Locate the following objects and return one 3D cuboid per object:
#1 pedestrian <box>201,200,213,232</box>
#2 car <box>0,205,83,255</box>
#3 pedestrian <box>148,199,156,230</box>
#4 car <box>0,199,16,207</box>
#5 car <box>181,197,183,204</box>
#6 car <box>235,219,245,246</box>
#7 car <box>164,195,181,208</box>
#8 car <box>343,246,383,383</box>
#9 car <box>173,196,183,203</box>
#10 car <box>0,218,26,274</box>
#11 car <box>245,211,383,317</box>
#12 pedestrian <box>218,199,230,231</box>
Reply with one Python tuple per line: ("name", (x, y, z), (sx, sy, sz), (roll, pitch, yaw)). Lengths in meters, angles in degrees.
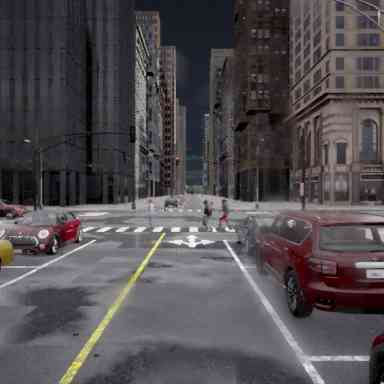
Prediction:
("pedestrian", (0.838, 1.292, 18.470), (0.375, 1.860, 0.375), (0, 0, 0))
("car", (-5.768, 1.439, 12.989), (1.967, 1.590, 4.097), (0, 0, 0))
("pedestrian", (-2.392, 1.301, 19.670), (0.375, 1.860, 0.375), (0, 0, 0))
("car", (-16.340, 1.398, 28.385), (4.553, 1.767, 2.097), (0, 0, 0))
("car", (-2.936, 1.354, 58.388), (2.097, 1.767, 4.553), (0, 0, 0))
("car", (2.758, 1.550, 12.991), (2.008, 1.369, 4.403), (0, 0, 0))
("car", (-2.983, 1.547, 48.265), (2.033, 1.411, 5.357), (0, 0, -1))
("car", (2.759, 1.440, 1.787), (1.967, 1.590, 4.097), (0, 0, 0))
("car", (-2.845, 1.606, 69.265), (1.895, 1.301, 4.718), (0, 0, 0))
("car", (-5.767, 1.525, 7.217), (1.752, 1.417, 4.829), (0, 0, 0))
("car", (2.758, 1.314, 7.389), (2.192, 1.841, 5.009), (0, 0, 0))
("pedestrian", (1.830, 1.295, 19.072), (0.375, 1.860, 0.375), (0, 0, 0))
